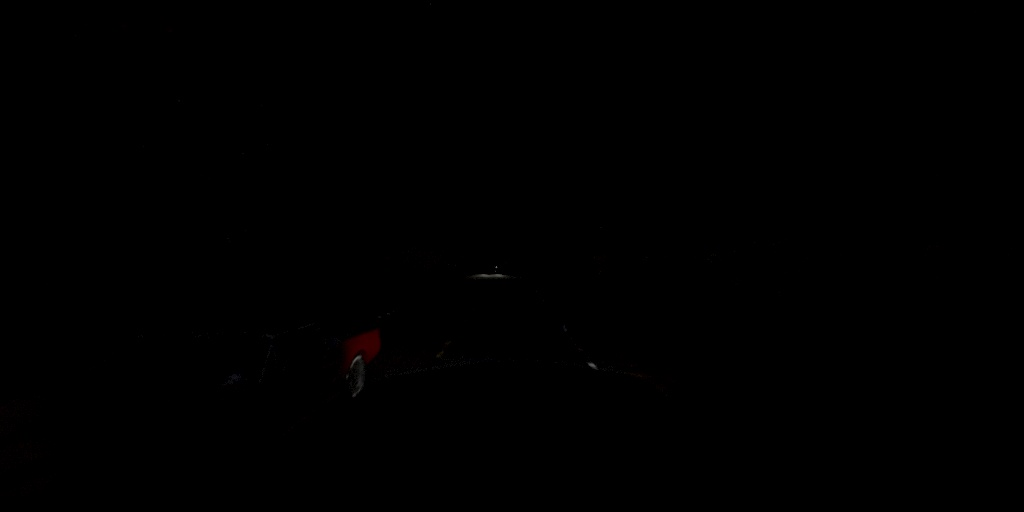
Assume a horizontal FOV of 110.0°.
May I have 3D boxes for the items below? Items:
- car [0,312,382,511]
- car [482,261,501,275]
[{"bbox_3d":[-3.101,1.369,3.749,1.895,1.301,4.718,0,-1,0],"label":"car"},{"bbox_3d":[-2.644,1.489,46.860,2.097,1.767,4.553,0,0,4],"label":"car"}]
